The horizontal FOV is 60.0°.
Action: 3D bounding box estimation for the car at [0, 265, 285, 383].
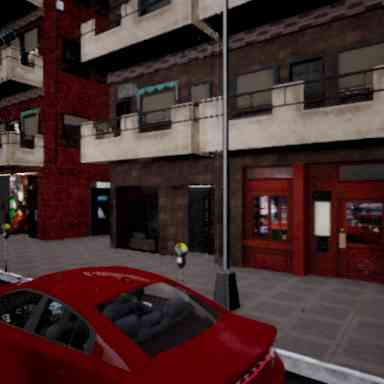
[{"bbox_3d":[-1.267,1.542,3.782,4.507,1.381,1.887,0,0,35],"label":"car"}]
